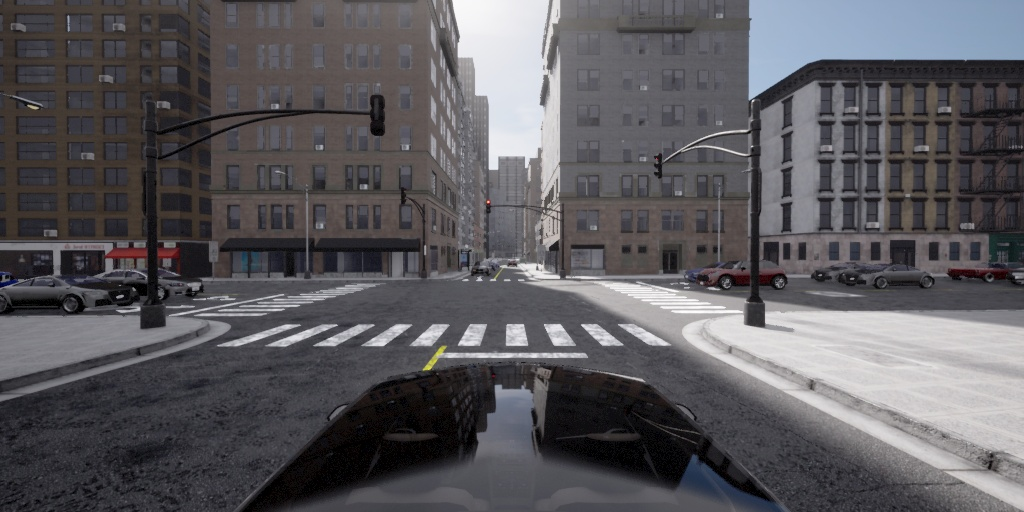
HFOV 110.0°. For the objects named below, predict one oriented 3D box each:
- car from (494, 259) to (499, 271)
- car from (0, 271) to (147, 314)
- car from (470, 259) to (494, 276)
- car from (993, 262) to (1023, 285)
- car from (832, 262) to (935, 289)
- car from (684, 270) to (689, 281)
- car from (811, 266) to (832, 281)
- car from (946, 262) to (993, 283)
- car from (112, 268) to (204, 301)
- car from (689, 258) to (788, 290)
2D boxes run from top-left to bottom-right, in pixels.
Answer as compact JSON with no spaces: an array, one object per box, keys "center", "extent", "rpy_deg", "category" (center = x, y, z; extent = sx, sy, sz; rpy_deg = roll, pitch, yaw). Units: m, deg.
[{"center":[-3.124,1.363,47.999],"extent":[1.895,1.301,4.718],"rpy_deg":[0,0,0],"category":"car"},{"center":[-17.529,1.442,14.194],"extent":[4.181,1.385,1.994],"rpy_deg":[0,1,0],"category":"car"},{"center":[-3.124,1.260,37.047],"extent":[1.837,1.490,4.892],"rpy_deg":[0,0,0],"category":"car"},{"center":[32.383,1.002,21.148],"extent":[4.902,1.511,2.128],"rpy_deg":[0,1,0],"category":"car"},{"center":[21.987,1.148,21.104],"extent":[4.181,1.385,1.994],"rpy_deg":[0,1,-1],"category":"car"},{"center":[14.170,1.127,24.311],"extent":[4.674,1.442,1.812],"rpy_deg":[0,1,0],"category":"car"},{"center":[22.917,1.106,24.365],"extent":[4.181,1.385,1.994],"rpy_deg":[0,1,-1],"category":"car"},{"center":[32.837,1.073,24.400],"extent":[4.718,1.301,1.895],"rpy_deg":[0,1,0],"category":"car"},{"center":[-17.799,1.335,17.453],"extent":[4.902,1.511,2.128],"rpy_deg":[0,1,1],"category":"car"},{"center":[13.344,0.994,21.035],"extent":[4.553,1.767,2.097],"rpy_deg":[0,1,-1],"category":"car"}]
